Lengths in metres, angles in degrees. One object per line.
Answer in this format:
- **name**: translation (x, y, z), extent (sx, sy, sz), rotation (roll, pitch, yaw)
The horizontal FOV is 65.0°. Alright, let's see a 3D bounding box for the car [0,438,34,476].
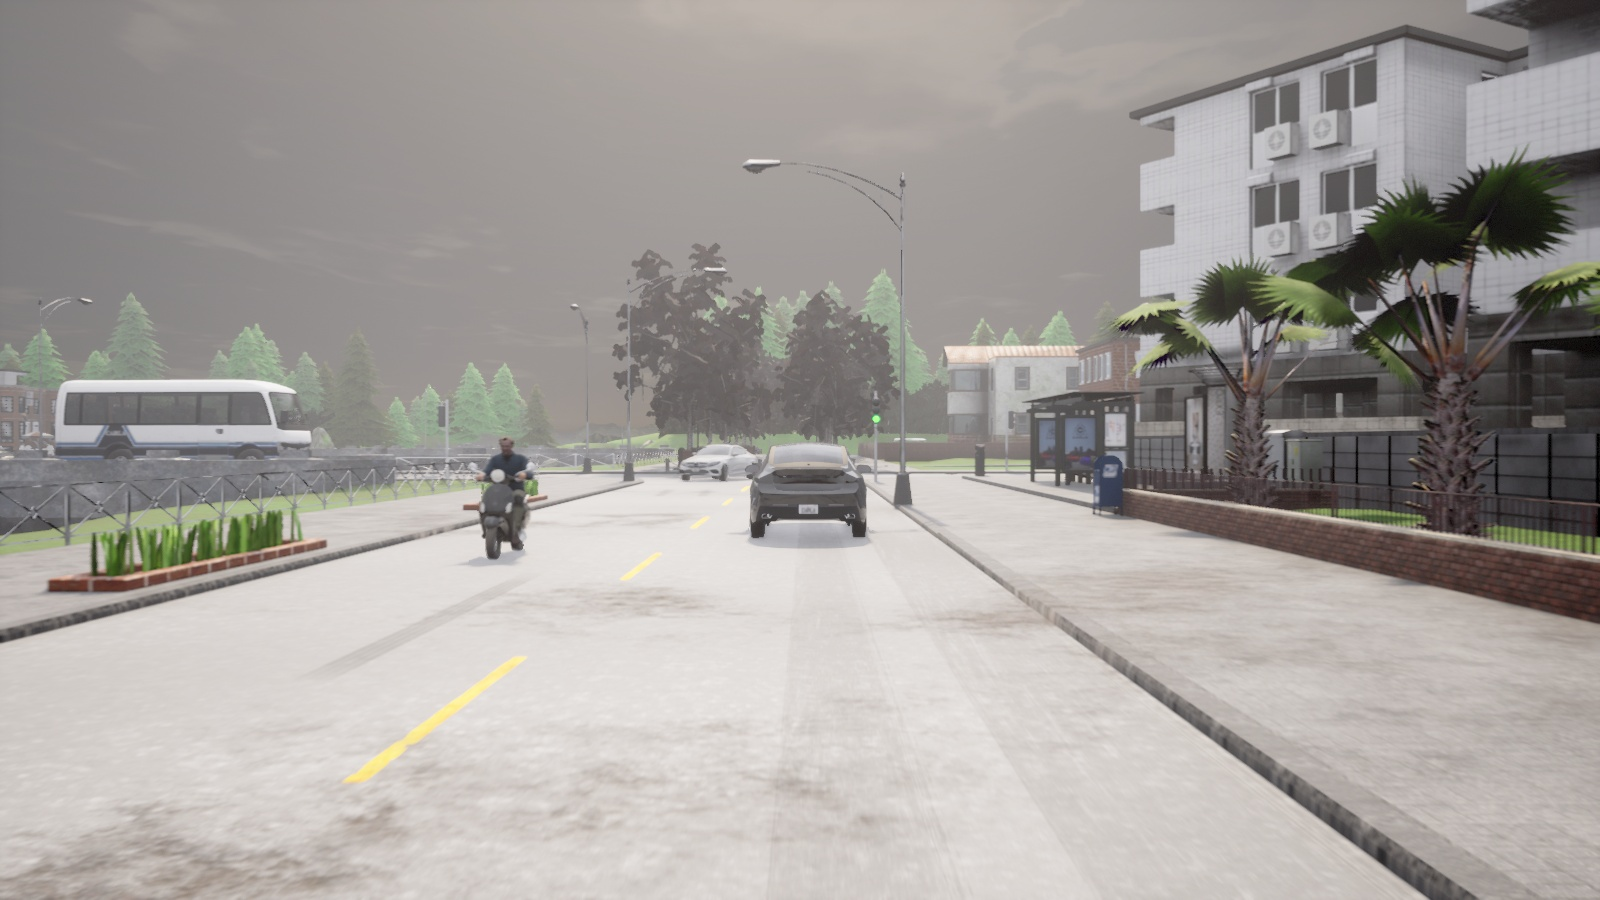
- **car**: translation (-35.875, 0.308, 54.613), extent (3.988, 1.617, 1.851), rotation (0, 0, 2)

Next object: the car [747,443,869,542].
- **car**: translation (0.138, 0.631, 21.331), extent (1.837, 1.490, 4.892), rotation (0, 0, 0)

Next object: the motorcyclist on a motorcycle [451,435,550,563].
- **motorcyclist on a motorcycle**: translation (-3.890, 0.604, 16.461), extent (0.866, 1.590, 1.817), rotation (0, 0, 0)

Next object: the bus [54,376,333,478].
- **bus**: translation (-26.181, -0.959, 54.586), extent (10.273, 4.253, 3.944), rotation (0, 0, 2)

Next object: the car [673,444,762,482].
- **car**: translation (-3.213, 0.488, 50.017), extent (1.812, 1.442, 4.674), rotation (0, 0, 20)
